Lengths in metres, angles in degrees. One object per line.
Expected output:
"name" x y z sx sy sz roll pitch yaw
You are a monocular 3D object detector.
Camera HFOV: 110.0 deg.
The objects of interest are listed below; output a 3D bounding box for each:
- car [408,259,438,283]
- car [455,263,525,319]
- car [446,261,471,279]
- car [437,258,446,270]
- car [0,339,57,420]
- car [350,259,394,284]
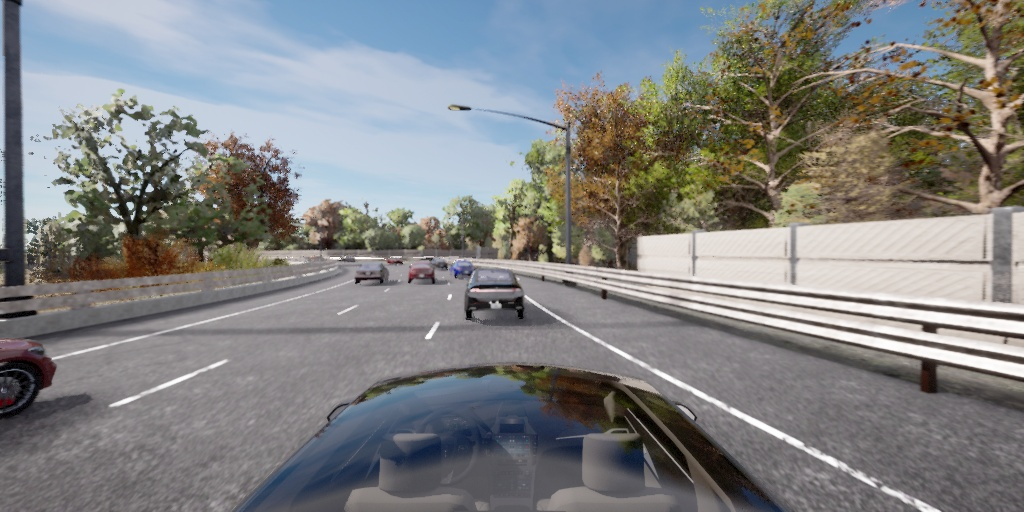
"car" -6.621 1.150 26.429 1.812 1.442 4.674 0 0 -13
"car" -0.682 1.179 12.525 2.128 1.511 4.902 0 0 -5
"car" -4.264 1.115 30.839 1.812 1.442 4.674 0 0 -16
"car" -9.595 1.039 46.603 1.812 1.442 4.674 0 0 -22
"car" -7.053 1.293 2.827 1.812 1.442 4.674 0 0 -1
"car" -10.015 1.186 25.851 2.033 1.411 5.357 0 0 -14
